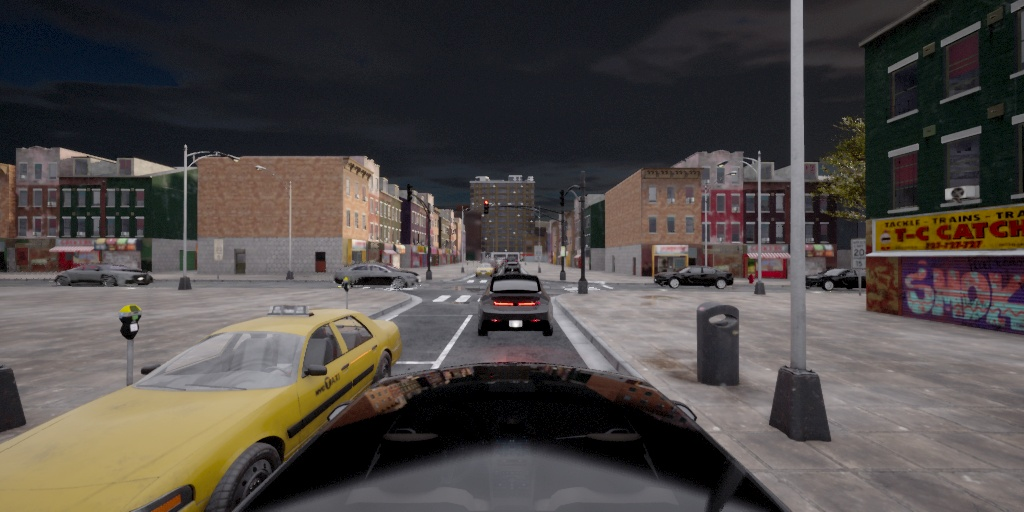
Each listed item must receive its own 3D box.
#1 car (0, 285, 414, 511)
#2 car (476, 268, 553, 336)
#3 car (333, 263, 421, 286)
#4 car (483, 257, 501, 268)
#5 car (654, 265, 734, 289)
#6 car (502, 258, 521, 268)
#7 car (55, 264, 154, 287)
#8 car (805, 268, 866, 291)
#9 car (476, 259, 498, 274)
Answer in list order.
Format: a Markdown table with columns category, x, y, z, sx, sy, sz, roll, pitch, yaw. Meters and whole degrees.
| category | x | y | z | sx | sy | sz | roll | pitch | yaw |
| --- | --- | --- | --- | --- | --- | --- | --- | --- | --- |
| car | -2.641 | 1.276 | 3.998 | 1.751 | 1.417 | 4.829 | 0 | 0 | 0 |
| car | 0.084 | 1.257 | 10.381 | 1.837 | 1.490 | 4.892 | 0 | 0 | 0 |
| car | -7.942 | 1.195 | 21.285 | 4.902 | 1.511 | 2.128 | 0 | 0 | 0 |
| car | -2.693 | 1.100 | 41.568 | 2.192 | 1.841 | 5.009 | 0 | 0 | 0 |
| car | 12.255 | 1.393 | 24.366 | 5.008 | 1.535 | 1.882 | 1 | 0 | 0 |
| car | 0.045 | 1.293 | 42.816 | 1.837 | 1.490 | 4.892 | 0 | 0 | 0 |
| car | -23.951 | 1.153 | 21.180 | 4.181 | 1.385 | 1.994 | 0 | 0 | 0 |
| car | 22.383 | 1.546 | 24.428 | 5.008 | 1.535 | 1.882 | 1 | 0 | -1 |
| car | -2.685 | 1.302 | 35.955 | 1.751 | 1.417 | 4.829 | 0 | 0 | 0 |
